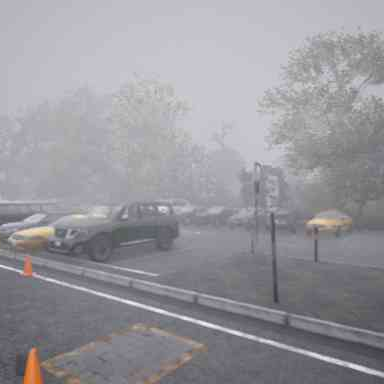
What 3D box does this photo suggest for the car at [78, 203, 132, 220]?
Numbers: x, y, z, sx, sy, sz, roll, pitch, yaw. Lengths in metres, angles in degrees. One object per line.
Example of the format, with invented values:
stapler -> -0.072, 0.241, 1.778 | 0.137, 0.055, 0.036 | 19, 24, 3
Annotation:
car -> -8.878, 1.920, 34.463 | 1.946, 1.575, 5.366 | 0, -1, 37

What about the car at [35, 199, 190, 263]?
car -> -2.829, 1.412, 13.318 | 2.435, 2.045, 5.566 | 0, -1, 37

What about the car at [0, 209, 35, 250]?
car -> -5.168, 1.668, 14.871 | 1.946, 1.575, 5.366 | 0, -1, 37

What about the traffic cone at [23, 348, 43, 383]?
traffic cone -> -1.728, 2.001, 3.611 | 0.340, 0.580, 0.340 | 0, -1, 37

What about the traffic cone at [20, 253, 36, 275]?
traffic cone -> -4.724, 2.067, 9.611 | 0.340, 0.580, 0.340 | 0, -1, 37

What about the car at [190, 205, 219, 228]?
car -> 2.120, 1.879, 25.991 | 2.097, 1.535, 5.008 | 0, -1, 37

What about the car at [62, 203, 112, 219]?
car -> -11.225, 1.955, 35.954 | 2.163, 1.488, 4.792 | 0, -1, 37

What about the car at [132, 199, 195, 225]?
car -> -2.341, 1.647, 29.298 | 2.435, 2.045, 5.566 | 0, -1, 37

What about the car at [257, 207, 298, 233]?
car -> 6.574, 1.889, 22.680 | 2.163, 1.488, 4.792 | 0, -1, 37

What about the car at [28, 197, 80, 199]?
car -> -15.668, 1.665, 39.293 | 2.435, 2.045, 5.566 | 0, -1, 37

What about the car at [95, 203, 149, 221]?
car -> -6.771, 1.915, 32.644 | 2.097, 1.535, 5.008 | 0, -1, 37

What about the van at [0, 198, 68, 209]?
van -> -9.471, 1.470, 18.479 | 1.878, 1.987, 4.442 | 0, -1, 37

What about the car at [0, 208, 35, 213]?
car -> -7.298, 1.724, 16.702 | 2.002, 1.452, 4.674 | 0, -1, 37

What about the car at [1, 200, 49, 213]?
car -> -22.204, 1.886, 44.459 | 1.946, 1.575, 5.366 | 0, -1, 37

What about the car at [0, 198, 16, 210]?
car -> -28.958, 1.725, 49.333 | 2.185, 1.767, 4.553 | 0, -1, 37

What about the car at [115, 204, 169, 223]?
car -> -4.549, 1.909, 30.977 | 2.231, 1.521, 4.892 | 0, -1, 37

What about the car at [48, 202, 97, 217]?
car -> -13.416, 1.952, 37.670 | 2.163, 1.488, 4.792 | 0, -1, 37

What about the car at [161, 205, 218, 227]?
car -> -0.101, 1.888, 27.656 | 2.097, 1.535, 5.008 | 0, -1, 37

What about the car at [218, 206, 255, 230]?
car -> 4.341, 1.870, 24.327 | 2.231, 1.521, 4.892 | 0, -1, 37

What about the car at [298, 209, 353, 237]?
car -> 8.666, 1.843, 20.843 | 1.946, 1.575, 5.366 | 0, -1, 37
